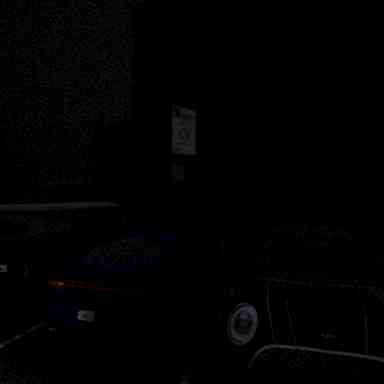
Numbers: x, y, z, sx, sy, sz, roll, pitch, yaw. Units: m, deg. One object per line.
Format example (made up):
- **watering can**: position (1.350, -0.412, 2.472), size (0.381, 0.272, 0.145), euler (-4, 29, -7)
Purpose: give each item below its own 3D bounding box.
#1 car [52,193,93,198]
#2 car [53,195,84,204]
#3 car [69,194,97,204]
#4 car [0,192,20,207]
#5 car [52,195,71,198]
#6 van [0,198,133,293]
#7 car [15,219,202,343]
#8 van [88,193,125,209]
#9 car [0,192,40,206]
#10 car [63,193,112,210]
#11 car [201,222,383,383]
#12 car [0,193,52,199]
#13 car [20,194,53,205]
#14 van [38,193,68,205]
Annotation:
- **car**: position (-15.061, 1.149, 40.191), size (5.566, 2.045, 2.435), euler (1, 1, 14)
- **car**: position (-22.162, 1.365, 59.866), size (4.892, 1.521, 2.231), euler (-1, -1, 14)
- **car**: position (-20.428, 1.234, 62.340), size (4.553, 1.767, 2.185), euler (-1, 0, 14)
- **car**: position (-28.982, 1.127, 49.860), size (5.566, 2.045, 2.435), euler (-1, 0, 14)
- **car**: position (-16.726, 1.433, 37.736), size (4.792, 1.488, 2.163), euler (1, 1, 14)
- **van**: position (-3.095, 1.240, 8.531), size (1.878, 1.987, 4.442), euler (0, -1, 16)
- **car**: position (-0.691, 1.470, 6.658), size (2.097, 1.535, 5.008), euler (0, -1, 16)
- **van**: position (-11.592, 1.170, 45.060), size (4.442, 1.987, 1.878), euler (1, 0, 14)
- **car**: position (-27.228, 1.123, 52.368), size (5.566, 2.045, 2.435), euler (-1, -1, 14)
- **car**: position (-13.397, 1.146, 42.638), size (5.566, 2.045, 2.435), euler (1, 1, 14)
- **car**: position (1.771, 1.350, 4.938), size (2.185, 1.767, 4.553), euler (1, 0, 16)
- **car**: position (-18.331, 1.157, 35.299), size (5.566, 2.045, 2.435), euler (1, 0, 14)
- **car**: position (-25.586, 1.246, 54.877), size (4.553, 1.767, 2.185), euler (-1, -1, 14)
- **van**: position (-23.972, 1.143, 57.387), size (4.442, 1.987, 1.878), euler (-1, 0, 14)
